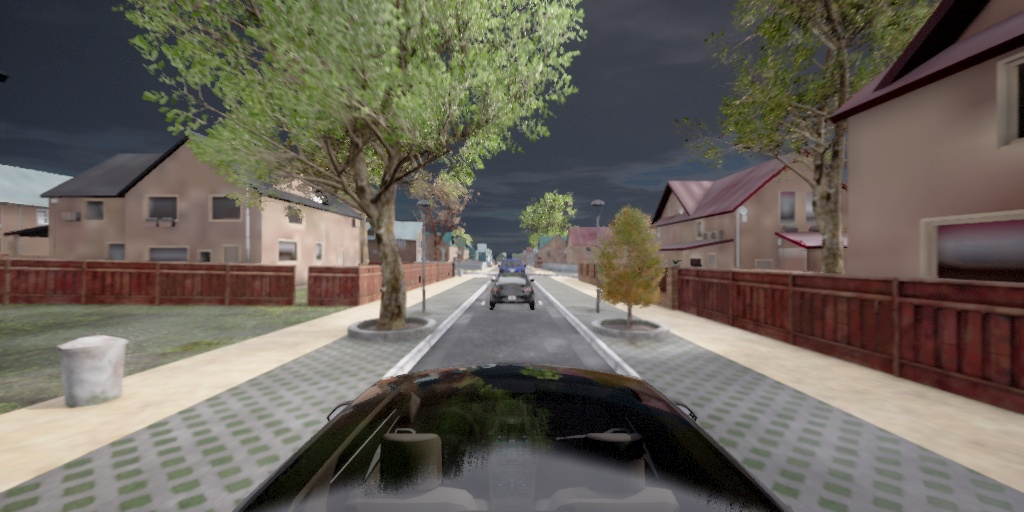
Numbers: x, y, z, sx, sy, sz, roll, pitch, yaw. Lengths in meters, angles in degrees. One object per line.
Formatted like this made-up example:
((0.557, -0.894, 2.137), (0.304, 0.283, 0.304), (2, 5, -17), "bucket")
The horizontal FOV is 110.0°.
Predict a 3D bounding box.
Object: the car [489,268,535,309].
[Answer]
((0.022, 1.425, 15.735), (1.812, 1.442, 4.674), (0, 0, 0), "car")

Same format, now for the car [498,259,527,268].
((0.009, 1.279, 29.418), (2.150, 2.045, 5.566), (0, 0, 0), "car")
